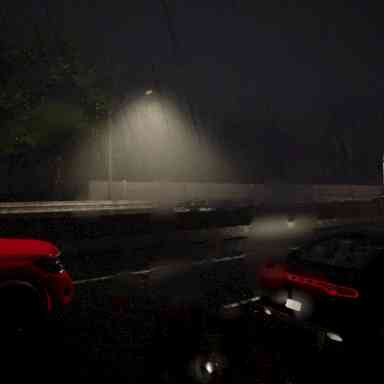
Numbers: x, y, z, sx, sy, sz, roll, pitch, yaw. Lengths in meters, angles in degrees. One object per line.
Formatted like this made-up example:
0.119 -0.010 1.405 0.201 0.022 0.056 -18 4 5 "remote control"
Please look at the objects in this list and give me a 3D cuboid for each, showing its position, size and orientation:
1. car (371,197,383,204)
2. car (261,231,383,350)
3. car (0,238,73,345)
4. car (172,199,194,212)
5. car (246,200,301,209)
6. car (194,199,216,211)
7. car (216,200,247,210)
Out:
32.620 1.568 57.243 4.181 1.385 1.994 0 0 -35 "car"
3.480 1.473 6.232 5.008 1.535 1.882 0 0 -35 "car"
-4.680 1.224 4.725 5.566 2.045 2.150 0 0 -35 "car"
0.219 1.495 33.872 4.892 1.490 1.837 0 0 -37 "car"
6.924 1.468 26.124 5.008 1.535 1.882 0 0 -35 "car"
2.828 1.516 31.800 4.674 1.442 1.812 0 0 -35 "car"
4.871 1.468 28.957 5.008 1.535 1.882 0 0 -35 "car"
